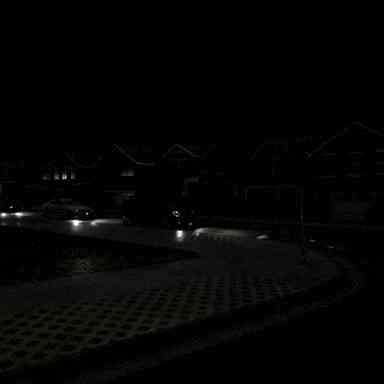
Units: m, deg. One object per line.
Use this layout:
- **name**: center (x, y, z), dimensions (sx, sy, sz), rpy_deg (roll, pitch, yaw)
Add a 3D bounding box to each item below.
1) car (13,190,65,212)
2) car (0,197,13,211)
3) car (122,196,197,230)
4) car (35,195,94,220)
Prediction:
- **car**: center (-14.242, 0.804, 31.661), dimensions (5.566, 2.045, 2.150), rpy_deg (1, 1, 35)
- **car**: center (-17.483, 1.131, 30.318), dimensions (4.181, 1.385, 1.994), rpy_deg (1, 1, 34)
- **car**: center (-1.931, 1.151, 19.603), dimensions (4.553, 1.767, 2.097), rpy_deg (1, 1, 35)
- **car**: center (-9.282, 1.216, 24.665), dimensions (4.674, 1.442, 1.812), rpy_deg (1, 1, 35)
